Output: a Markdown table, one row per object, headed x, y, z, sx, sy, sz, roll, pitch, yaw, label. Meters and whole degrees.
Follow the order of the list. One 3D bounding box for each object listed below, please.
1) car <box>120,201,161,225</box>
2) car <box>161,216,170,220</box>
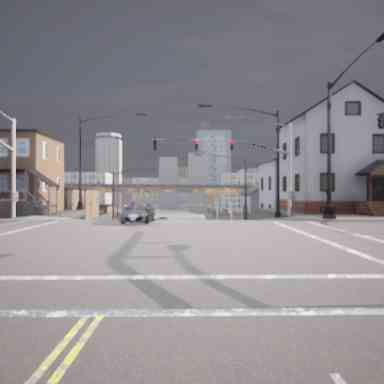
| x | y | z | sx | sy | sz | roll | pitch | yaw | label |
| --- | --- | --- | --- | --- | --- | --- | --- | --- | --- |
| -3.641 | 1.371 | 22.938 | 2.128 | 1.511 | 4.902 | 0 | 0 | 0 | car |
| -3.776 | 3.789 | 42.154 | 1.994 | 1.385 | 4.181 | 0 | -11 | -1 | car |
